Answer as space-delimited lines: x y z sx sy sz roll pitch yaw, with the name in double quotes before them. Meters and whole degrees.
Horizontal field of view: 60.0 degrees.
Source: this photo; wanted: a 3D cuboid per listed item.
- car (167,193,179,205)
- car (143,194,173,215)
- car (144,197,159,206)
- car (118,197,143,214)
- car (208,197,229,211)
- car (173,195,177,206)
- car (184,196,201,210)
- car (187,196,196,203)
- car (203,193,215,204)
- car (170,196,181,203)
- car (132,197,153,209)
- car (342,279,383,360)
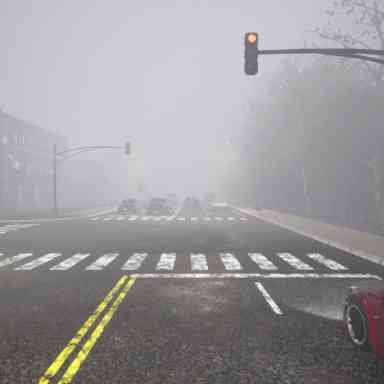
"car" -3.434 1.204 54.722 2.150 2.045 5.566 0 0 1
"car" -3.412 1.342 34.141 2.097 1.767 4.553 0 0 0
"car" -6.683 1.506 55.239 1.812 1.442 4.674 0 0 0
"car" -6.663 1.494 35.682 1.837 1.490 4.892 0 0 0
"car" 3.270 1.587 40.382 1.895 1.301 4.718 0 0 0
"car" -3.423 1.533 43.615 2.033 1.411 5.357 0 0 1
"car" 0.017 1.338 42.115 2.097 1.767 4.553 0 0 0
"car" -0.114 1.499 68.298 1.812 1.442 4.674 0 0 0
"car" 3.227 1.202 62.337 2.150 2.045 5.566 0 0 0
"car" -3.387 1.499 69.472 2.033 1.411 5.357 0 0 0
"car" -6.676 1.476 45.106 2.128 1.511 4.902 0 0 0
"car" 3.346 1.563 3.541 1.994 1.385 4.181 0 0 0
